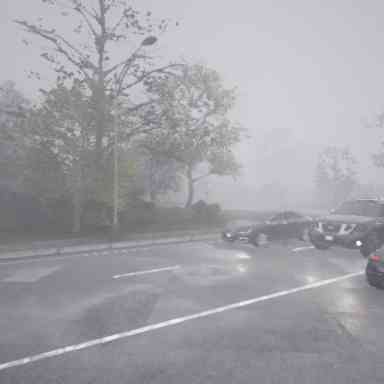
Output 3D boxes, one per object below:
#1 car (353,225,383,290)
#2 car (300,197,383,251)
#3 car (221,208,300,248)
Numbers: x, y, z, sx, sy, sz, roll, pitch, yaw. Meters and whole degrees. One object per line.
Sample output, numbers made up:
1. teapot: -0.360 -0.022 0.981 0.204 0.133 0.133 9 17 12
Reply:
1. car: 6.001 1.584 7.917 4.181 1.385 1.994 0 0 -35
2. car: 7.050 1.249 13.131 5.566 2.045 2.150 0 0 -34
3. car: 3.504 1.528 14.938 4.892 1.490 1.837 0 0 -35
